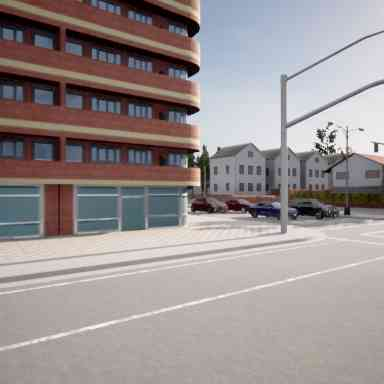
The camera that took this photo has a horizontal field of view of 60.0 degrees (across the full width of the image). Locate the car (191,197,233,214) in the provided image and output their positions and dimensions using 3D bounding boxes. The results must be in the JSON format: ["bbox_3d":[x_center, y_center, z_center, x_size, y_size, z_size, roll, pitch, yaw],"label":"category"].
[{"bbox_3d":[1.825,1.352,35.399,2.097,1.767,4.553,0,0,-34],"label":"car"}]

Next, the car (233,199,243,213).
[{"bbox_3d":[5.203,1.478,36.672,1.882,1.535,5.008,0,0,-35],"label":"car"}]

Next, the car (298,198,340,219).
[{"bbox_3d":[10.457,1.352,29.098,2.097,1.767,4.553,0,0,-35],"label":"car"}]

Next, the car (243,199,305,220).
[{"bbox_3d":[6.823,1.526,28.204,1.812,1.442,4.674,0,0,-35],"label":"car"}]
